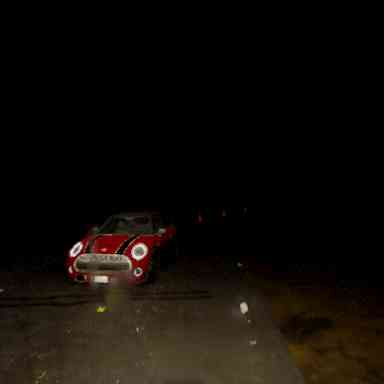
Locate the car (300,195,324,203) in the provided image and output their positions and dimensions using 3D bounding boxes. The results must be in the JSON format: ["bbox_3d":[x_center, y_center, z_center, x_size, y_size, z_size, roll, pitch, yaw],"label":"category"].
[{"bbox_3d":[16.612,1.007,45.831,4.674,1.442,1.812,-1,1,-41],"label":"car"}]

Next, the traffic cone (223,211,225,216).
[{"bbox_3d":[2.934,1.899,30.442,0.340,0.580,0.340,0,0,29],"label":"traffic cone"}]

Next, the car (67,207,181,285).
[{"bbox_3d":[-1.713,1.379,9.722,2.097,1.767,4.553,0,0,9],"label":"car"}]
